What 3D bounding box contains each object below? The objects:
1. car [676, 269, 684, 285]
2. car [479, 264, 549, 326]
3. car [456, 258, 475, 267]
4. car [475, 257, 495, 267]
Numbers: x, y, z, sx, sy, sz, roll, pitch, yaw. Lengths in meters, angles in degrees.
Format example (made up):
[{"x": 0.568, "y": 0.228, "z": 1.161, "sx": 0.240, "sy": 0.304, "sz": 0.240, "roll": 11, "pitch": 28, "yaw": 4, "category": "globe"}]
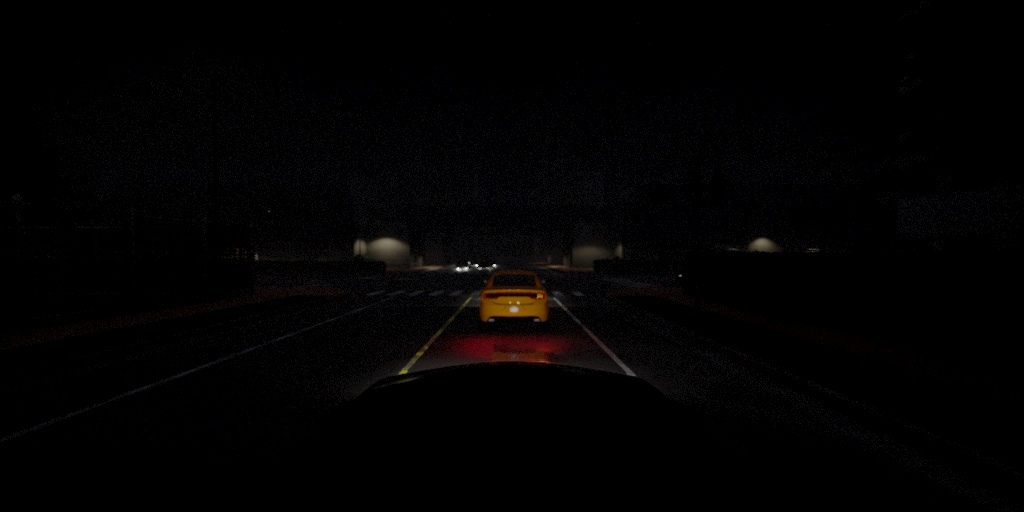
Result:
[{"x": 12.925, "y": 1.245, "z": 23.263, "sx": 4.181, "sy": 1.385, "sz": 1.994, "roll": 0, "pitch": 0, "yaw": -1, "category": "car"}, {"x": 0.078, "y": 1.189, "z": 11.470, "sx": 1.882, "sy": 1.535, "sz": 5.008, "roll": 0, "pitch": 0, "yaw": 1, "category": "car"}, {"x": -7.759, "y": 1.038, "z": 57.622, "sx": 2.128, "sy": 1.511, "sz": 4.902, "roll": 0, "pitch": 0, "yaw": 0, "category": "car"}, {"x": -4.260, "y": 0.898, "z": 57.546, "sx": 2.097, "sy": 1.767, "sz": 4.553, "roll": 0, "pitch": 0, "yaw": 0, "category": "car"}]
